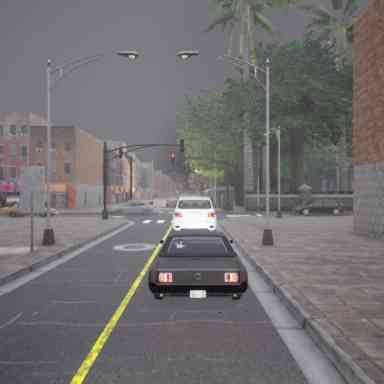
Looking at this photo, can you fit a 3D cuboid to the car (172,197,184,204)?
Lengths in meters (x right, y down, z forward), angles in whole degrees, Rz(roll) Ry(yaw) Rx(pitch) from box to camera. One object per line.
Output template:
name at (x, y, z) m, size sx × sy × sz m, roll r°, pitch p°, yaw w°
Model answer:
car at (-2.684, 1.662, 64.658) m, size 1.895 × 1.301 × 4.718 m, roll 0°, pitch 0°, yaw 1°

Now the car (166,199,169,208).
car at (-2.768, 1.567, 48.837) m, size 1.812 × 1.442 × 4.674 m, roll 0°, pitch 0°, yaw 0°

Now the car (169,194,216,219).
car at (0.134, 1.230, 18.136) m, size 2.150 × 2.045 × 5.566 m, roll 0°, pitch 0°, yaw 0°

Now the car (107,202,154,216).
car at (-6.255, 1.632, 33.145) m, size 4.718 × 1.301 × 1.895 m, roll 0°, pitch 0°, yaw -38°

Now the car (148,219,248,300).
car at (0.114, 1.603, 8.371) m, size 1.895 × 1.301 × 4.718 m, roll 0°, pitch 0°, yaw 0°

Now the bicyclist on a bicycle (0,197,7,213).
bicyclist on a bicycle at (-20.087, 1.372, 35.359) m, size 0.582 × 1.620 × 1.656 m, roll 0°, pitch 0°, yaw 0°

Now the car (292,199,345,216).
car at (12.283, 1.491, 32.441) m, size 4.892 × 1.490 × 1.837 m, roll 0°, pitch 0°, yaw 0°

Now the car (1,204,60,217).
car at (-14.394, 1.571, 29.710) m, size 4.829 × 1.417 × 1.752 m, roll 0°, pitch 0°, yaw 0°
